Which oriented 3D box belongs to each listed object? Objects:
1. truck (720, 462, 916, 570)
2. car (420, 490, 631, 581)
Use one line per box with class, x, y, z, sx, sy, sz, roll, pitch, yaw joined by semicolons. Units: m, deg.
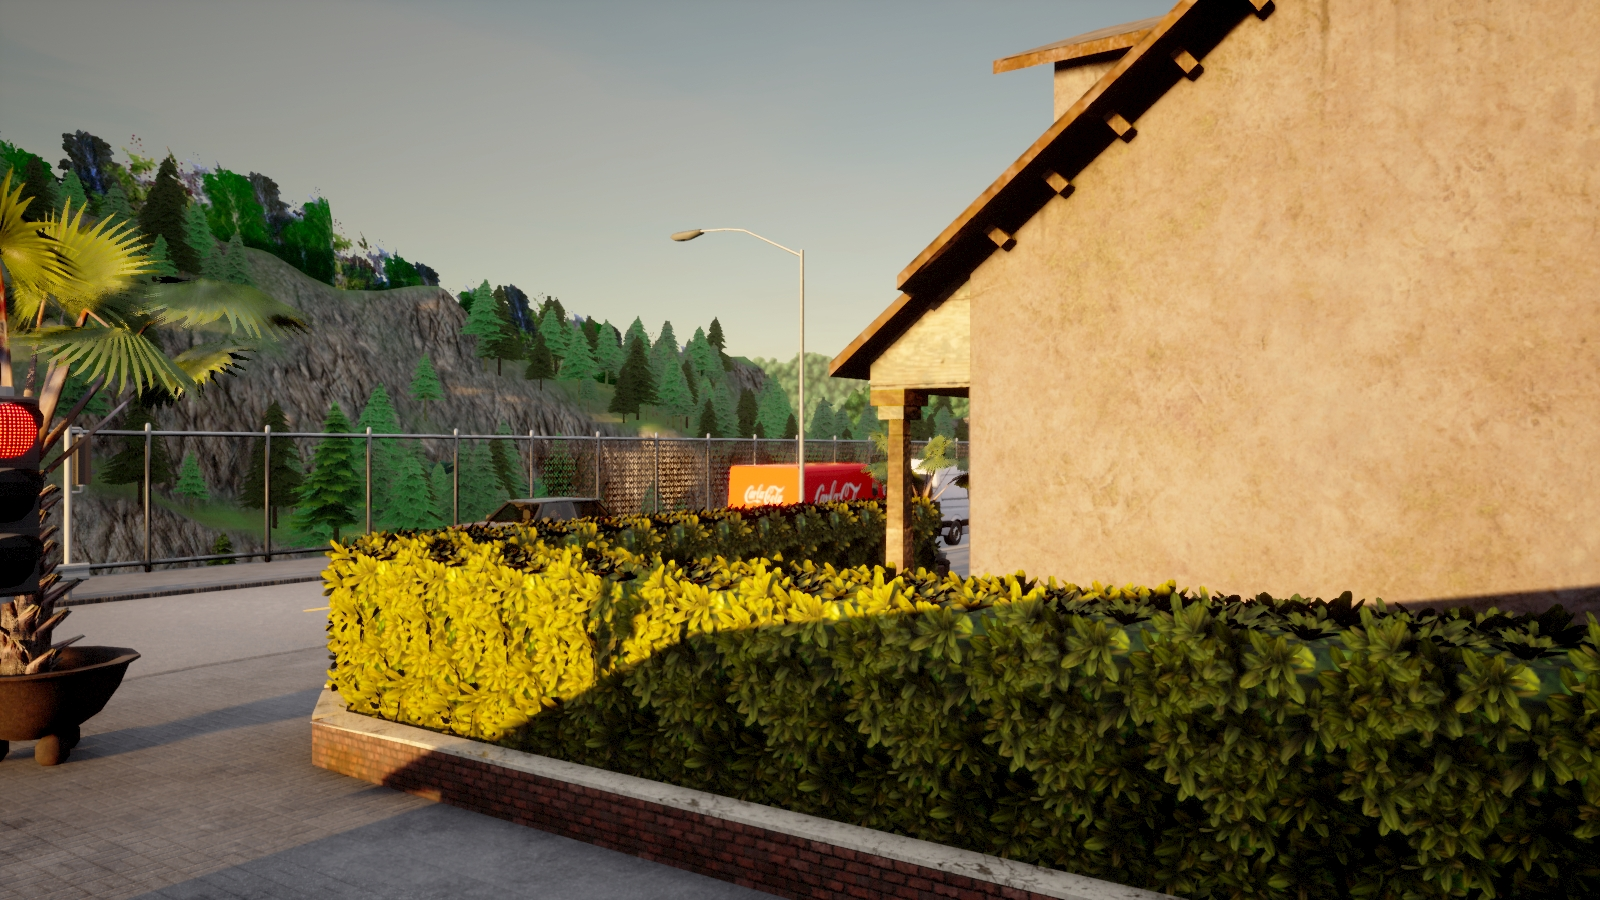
truck;0.584;1.568;29.600;2.627;2.467;5.204;0;0;35
car;-6.312;1.906;26.765;2.097;1.767;4.553;0;0;35
